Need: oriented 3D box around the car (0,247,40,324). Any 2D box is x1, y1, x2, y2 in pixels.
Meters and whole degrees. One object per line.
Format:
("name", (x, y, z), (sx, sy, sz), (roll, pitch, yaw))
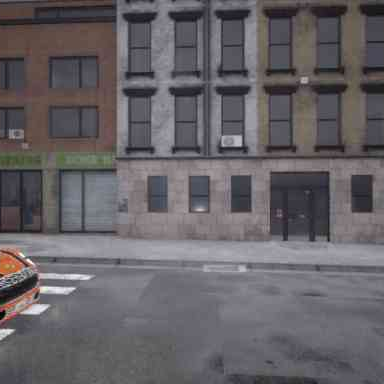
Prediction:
("car", (-5.066, 1.250, 5.657), (4.553, 1.767, 2.097), (1, 0, 3))
